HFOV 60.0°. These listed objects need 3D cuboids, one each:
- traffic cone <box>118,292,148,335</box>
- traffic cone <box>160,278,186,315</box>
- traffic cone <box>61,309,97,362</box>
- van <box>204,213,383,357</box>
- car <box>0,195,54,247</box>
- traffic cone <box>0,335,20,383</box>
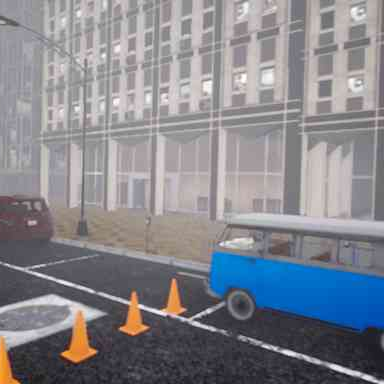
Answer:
[{"bbox_3d":[-0.921,1.873,5.262,0.340,0.580,0.340,2,1,36],"label":"traffic cone"},{"bbox_3d":[-0.336,1.875,6.072,0.340,0.580,0.340,2,1,36],"label":"traffic cone"},{"bbox_3d":[-1.506,1.871,4.451,0.340,0.580,0.340,2,1,36],"label":"traffic cone"},{"bbox_3d":[2.139,1.319,5.466,3.998,1.788,1.690,2,1,36],"label":"van"},{"bbox_3d":[-7.075,1.020,12.117,5.009,1.841,2.192,2,1,36],"label":"car"},{"bbox_3d":[-2.092,1.870,3.640,0.340,0.580,0.340,2,1,36],"label":"traffic cone"}]
